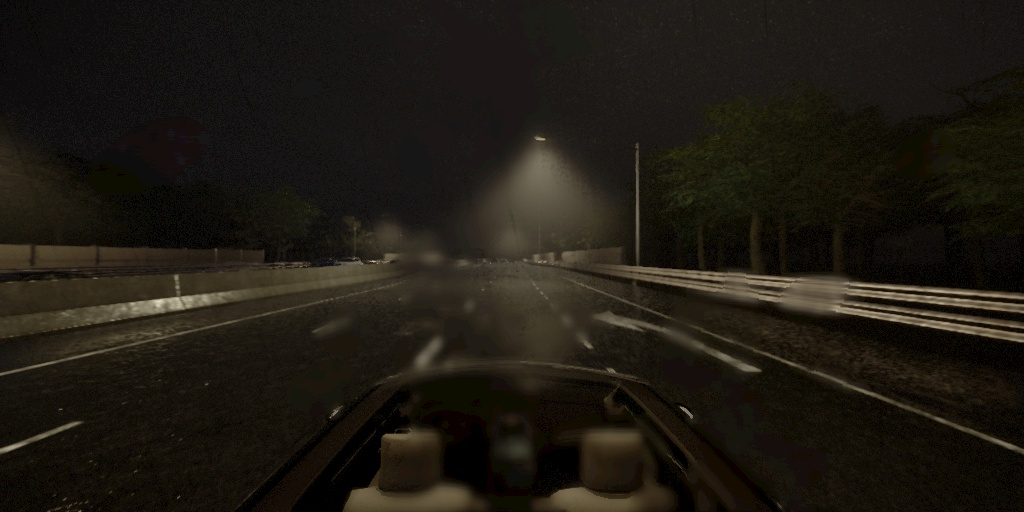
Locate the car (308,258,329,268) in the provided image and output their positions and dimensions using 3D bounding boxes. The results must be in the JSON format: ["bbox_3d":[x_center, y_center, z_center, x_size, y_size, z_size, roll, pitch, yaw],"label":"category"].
[{"bbox_3d":[-28.041,1.244,53.699,2.150,2.045,5.566,0,0,1],"label":"car"}]

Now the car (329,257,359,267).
[{"bbox_3d":[-24.544,1.244,53.704,2.150,2.045,5.566,0,0,1],"label":"car"}]

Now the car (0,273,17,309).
[{"bbox_3d":[-21.101,1.365,11.849,2.033,1.411,5.357,0,0,0],"label":"car"}]

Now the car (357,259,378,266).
[{"bbox_3d":[-21.052,1.586,53.811,1.994,1.385,4.181,0,0,1],"label":"car"}]

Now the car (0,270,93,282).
[{"bbox_3d":[-17.600,1.301,12.896,1.882,1.535,5.008,0,0,0],"label":"car"}]

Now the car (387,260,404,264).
[{"bbox_3d":[-17.554,1.374,53.874,2.097,1.767,4.553,0,0,1],"label":"car"}]
